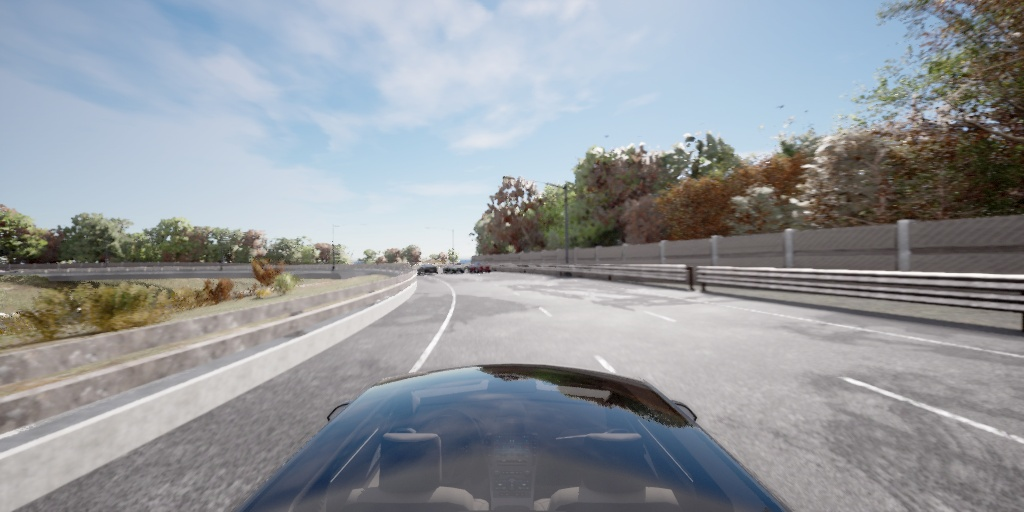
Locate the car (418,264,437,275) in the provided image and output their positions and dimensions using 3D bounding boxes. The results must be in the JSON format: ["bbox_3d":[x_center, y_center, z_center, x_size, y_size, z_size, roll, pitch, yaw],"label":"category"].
[{"bbox_3d":[-12.329,1.875,52.136,1.882,1.535,5.008,0,-1,-28],"label":"car"}]

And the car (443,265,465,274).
[{"bbox_3d":[-8.484,1.932,52.240,1.895,1.301,4.718,-1,-1,-29],"label":"car"}]

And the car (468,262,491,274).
[{"bbox_3d":[-4.851,1.625,52.861,2.097,1.767,4.553,-1,-1,-27],"label":"car"}]
